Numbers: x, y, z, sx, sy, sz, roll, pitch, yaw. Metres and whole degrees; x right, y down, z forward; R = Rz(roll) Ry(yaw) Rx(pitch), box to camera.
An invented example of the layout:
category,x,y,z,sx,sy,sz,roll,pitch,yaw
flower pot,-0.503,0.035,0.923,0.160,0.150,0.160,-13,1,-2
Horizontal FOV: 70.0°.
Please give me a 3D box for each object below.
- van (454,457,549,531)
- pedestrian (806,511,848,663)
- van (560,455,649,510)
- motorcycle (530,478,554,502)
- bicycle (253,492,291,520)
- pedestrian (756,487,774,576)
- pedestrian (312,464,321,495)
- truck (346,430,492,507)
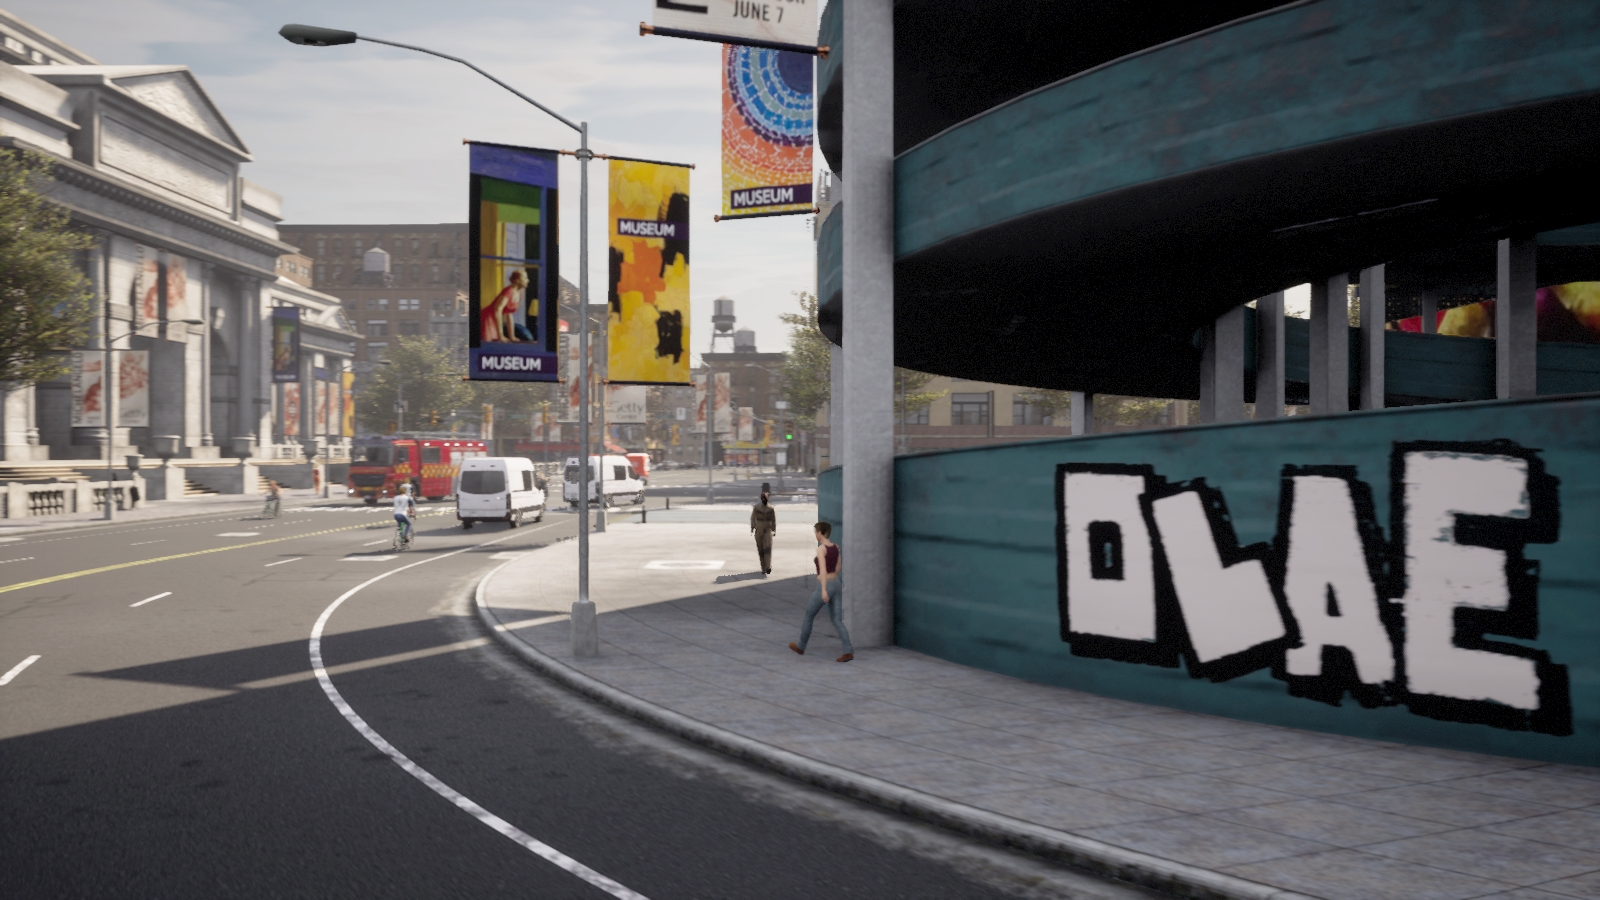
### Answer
category,x,y,z,sx,sy,sz,roll,pitch,yaw
van,-11.080,1.567,42.896,1.988,2.561,5.915,0,0,0
pedestrian,0.342,1.710,14.443,0.375,1.860,0.375,0,0,45
van,-9.769,1.581,57.742,1.988,2.561,5.915,-1,0,16
motorcycle,-14.297,2.219,63.299,0.764,1.277,2.356,0,0,1
bicycle,-21.526,2.286,46.589,0.859,1.080,1.487,0,0,1
pedestrian,-0.750,1.720,24.291,0.375,1.860,0.375,0,0,-4
pedestrian,-28.660,1.741,67.709,0.375,1.860,0.375,0,0,-10
truck,-20.344,0.935,61.653,2.891,3.827,8.468,0,0,20
